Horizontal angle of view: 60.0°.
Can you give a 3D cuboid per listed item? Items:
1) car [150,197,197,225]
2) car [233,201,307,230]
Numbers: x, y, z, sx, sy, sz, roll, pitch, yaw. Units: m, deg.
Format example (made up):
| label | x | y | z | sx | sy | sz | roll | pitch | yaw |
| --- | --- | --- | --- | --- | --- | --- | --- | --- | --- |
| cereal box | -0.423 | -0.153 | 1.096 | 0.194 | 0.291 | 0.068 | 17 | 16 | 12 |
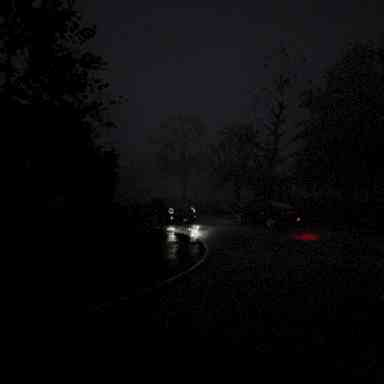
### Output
| label | x | y | z | sx | sy | sz | roll | pitch | yaw |
| --- | --- | --- | --- | --- | --- | --- | --- | --- | --- |
| car | -1.542 | 1.148 | 22.413 | 2.097 | 1.767 | 4.553 | -1 | 0 | -30 |
| car | 4.302 | 1.241 | 19.145 | 1.882 | 1.535 | 5.008 | 0 | 0 | -27 |
